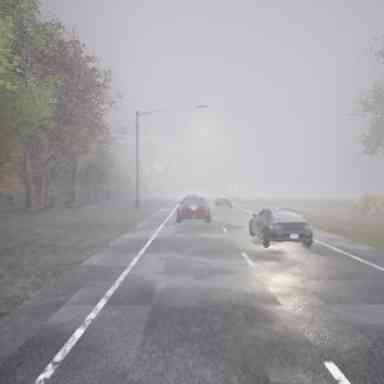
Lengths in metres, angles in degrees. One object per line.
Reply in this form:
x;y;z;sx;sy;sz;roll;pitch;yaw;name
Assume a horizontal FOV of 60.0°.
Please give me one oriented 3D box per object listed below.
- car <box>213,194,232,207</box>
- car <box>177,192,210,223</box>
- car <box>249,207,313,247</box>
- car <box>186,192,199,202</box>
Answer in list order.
3.596;1.002;39.329;1.812;1.442;4.674;0;1;0;car
0.099;1.051;22.923;2.097;1.767;4.553;0;1;0;car
3.576;1.343;13.897;1.812;1.442;4.674;0;1;0;car
0.096;0.769;52.813;1.882;1.535;5.008;0;1;0;car
